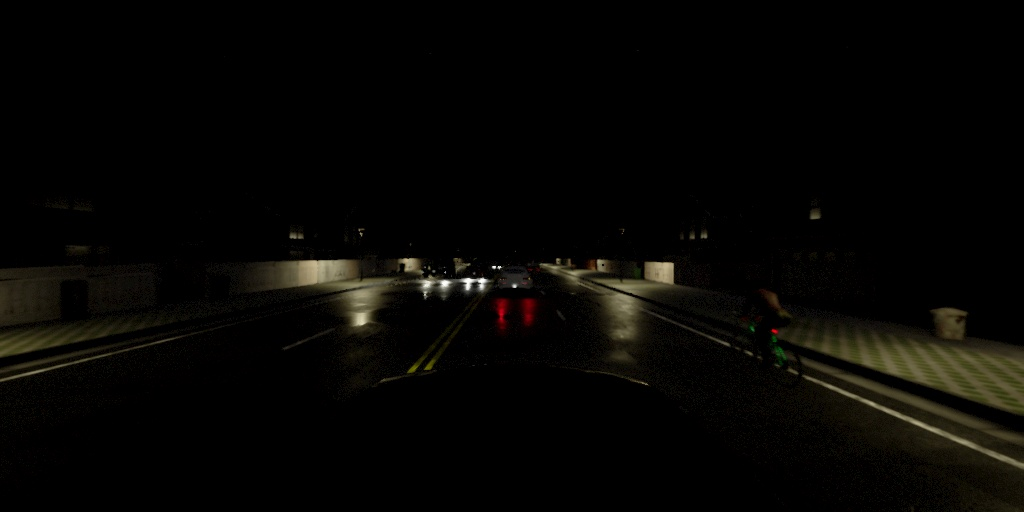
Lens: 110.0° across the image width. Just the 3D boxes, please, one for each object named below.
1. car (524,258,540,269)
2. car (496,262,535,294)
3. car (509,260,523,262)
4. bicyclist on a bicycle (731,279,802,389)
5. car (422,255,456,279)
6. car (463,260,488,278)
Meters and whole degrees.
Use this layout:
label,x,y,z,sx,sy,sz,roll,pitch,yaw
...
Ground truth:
label,x,y,z,sx,sy,sz,roll,pitch,yaw
car,3.509,1.392,59.758,1.895,1.301,4.718,0,0,0
car,0.146,1.275,20.265,1.812,1.442,4.674,0,0,0
car,0.242,1.337,53.863,1.994,1.385,4.181,0,0,0
bicyclist on a bicycle,4.151,1.212,5.954,0.582,1.620,1.656,0,0,0
car,-6.512,0.961,32.652,2.150,2.045,5.566,0,0,0
car,-3.260,1.307,32.901,1.994,1.385,4.181,0,0,0
